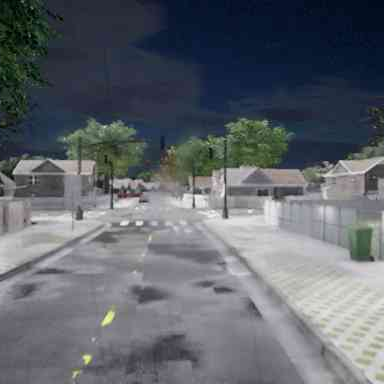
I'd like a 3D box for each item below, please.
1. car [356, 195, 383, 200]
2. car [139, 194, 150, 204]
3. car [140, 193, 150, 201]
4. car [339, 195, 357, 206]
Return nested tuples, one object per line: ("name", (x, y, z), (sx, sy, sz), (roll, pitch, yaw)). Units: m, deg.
("car", (22.279, 1.301, 38.577), (5.008, 1.535, 1.882), (-1, 0, -6))
("car", (-9.106, 1.496, 63.470), (1.994, 1.385, 4.181), (0, 0, -7))
("car", (-11.177, 1.256, 79.317), (2.097, 1.767, 4.553), (0, 0, -8))
("car", (19.930, 1.213, 41.593), (4.553, 1.767, 2.097), (0, 0, -6))
